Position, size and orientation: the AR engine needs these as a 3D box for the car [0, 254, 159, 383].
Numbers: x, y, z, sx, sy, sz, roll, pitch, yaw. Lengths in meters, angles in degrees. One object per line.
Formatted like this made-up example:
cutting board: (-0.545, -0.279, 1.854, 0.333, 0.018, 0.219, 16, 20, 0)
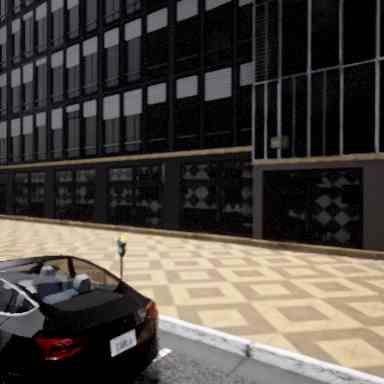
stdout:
car: (-2.385, 1.553, 4.577, 4.313, 1.339, 1.947, 0, 0, 36)
